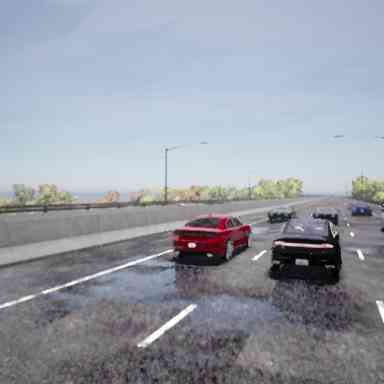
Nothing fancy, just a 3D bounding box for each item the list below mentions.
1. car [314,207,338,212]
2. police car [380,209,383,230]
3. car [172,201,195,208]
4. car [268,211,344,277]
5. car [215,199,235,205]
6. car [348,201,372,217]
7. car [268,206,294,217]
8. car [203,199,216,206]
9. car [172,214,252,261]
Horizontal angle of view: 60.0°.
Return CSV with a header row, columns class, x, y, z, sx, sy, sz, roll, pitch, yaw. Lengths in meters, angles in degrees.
class,x,y,z,sx,sy,sz,roll,pitch,yaw
car,11.324,1.932,28.148,1.895,1.301,4.718,0,-1,23
police car,12.730,1.684,20.209,1.930,1.638,5.238,0,-1,23
car,-1.341,2.115,52.200,1.895,1.301,4.718,0,-1,24
car,3.805,1.619,10.819,2.128,1.511,4.902,0,-1,23
car,5.516,2.091,50.415,1.994,1.385,4.181,0,-1,24
car,19.380,2.030,38.127,1.994,1.385,4.181,0,-1,24
car,8.042,1.930,29.379,1.895,1.301,4.718,0,-1,23
car,3.476,1.908,54.481,2.097,1.767,4.553,0,0,24
car,0.986,1.615,13.115,1.882,1.535,5.008,0,-1,23
